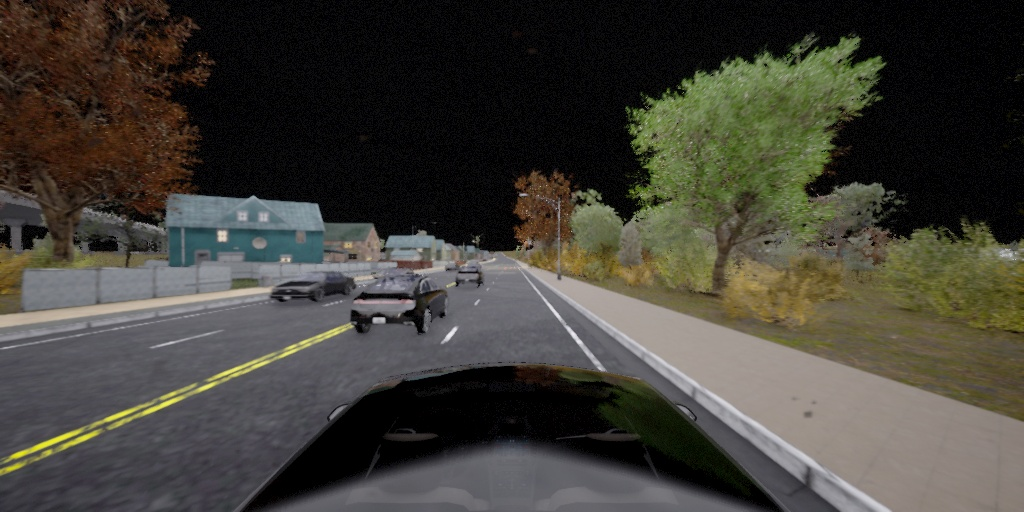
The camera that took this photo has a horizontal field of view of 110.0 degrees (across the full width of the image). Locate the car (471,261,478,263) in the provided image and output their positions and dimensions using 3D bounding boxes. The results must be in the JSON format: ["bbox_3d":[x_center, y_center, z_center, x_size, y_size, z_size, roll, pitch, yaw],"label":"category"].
[{"bbox_3d":[-6.538,1.732,61.147,2.097,1.767,4.553,0,-1,1],"label":"car"}]

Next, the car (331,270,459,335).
[{"bbox_3d":[-3.152,1.343,10.938,2.128,1.511,4.902,0,-1,0],"label":"car"}]

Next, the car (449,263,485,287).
[{"bbox_3d":[-3.150,1.523,27.493,2.128,1.511,4.902,0,-1,0],"label":"car"}]

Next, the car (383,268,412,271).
[{"bbox_3d":[-6.599,1.447,20.391,2.128,1.511,4.902,0,-1,0],"label":"car"}]

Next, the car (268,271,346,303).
[{"bbox_3d":[-9.851,1.481,18.359,2.033,1.411,5.357,0,-1,0],"label":"car"}]

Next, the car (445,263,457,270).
[{"bbox_3d":[-9.793,1.863,58.901,1.837,1.490,4.892,0,-1,1],"label":"car"}]
